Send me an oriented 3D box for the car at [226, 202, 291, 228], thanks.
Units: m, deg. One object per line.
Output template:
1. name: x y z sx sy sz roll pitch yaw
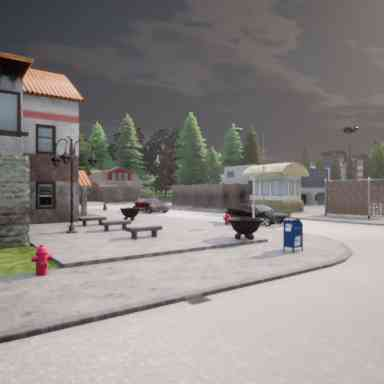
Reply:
1. car: 4.417 1.469 22.700 1.882 1.535 5.008 0 0 -35

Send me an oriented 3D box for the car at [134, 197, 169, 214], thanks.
1. car: -4.319 1.344 34.992 2.097 1.767 4.553 0 0 -35
